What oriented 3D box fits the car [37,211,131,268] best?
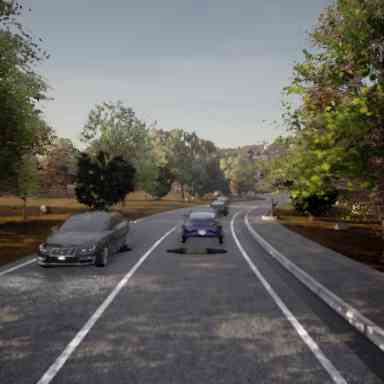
[{"bbox_3d":[-3.379,1.460,11.310,1.837,1.490,4.892,0,1,3],"label":"car"}]

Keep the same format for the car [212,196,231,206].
[{"bbox_3d":[4.889,1.480,54.053,1.812,1.442,4.674,2,0,21],"label":"car"}]

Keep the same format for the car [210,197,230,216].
[{"bbox_3d":[2.695,1.524,32.502,1.812,1.442,4.674,1,0,11],"label":"car"}]

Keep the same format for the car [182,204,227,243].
[{"bbox_3d":[0.546,1.502,16.021,1.812,1.442,4.674,0,0,3],"label":"car"}]
